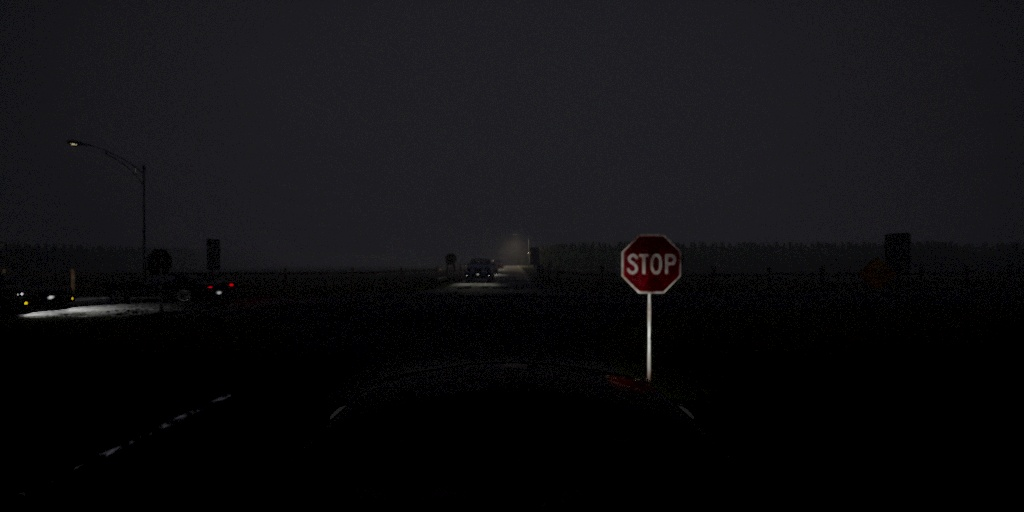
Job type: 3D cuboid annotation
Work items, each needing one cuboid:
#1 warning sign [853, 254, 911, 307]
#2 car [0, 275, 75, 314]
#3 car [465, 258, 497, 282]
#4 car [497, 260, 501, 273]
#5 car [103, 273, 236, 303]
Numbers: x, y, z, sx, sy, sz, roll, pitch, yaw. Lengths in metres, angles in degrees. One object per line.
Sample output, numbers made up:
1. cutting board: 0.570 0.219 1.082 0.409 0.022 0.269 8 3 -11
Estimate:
1. warning sign: 14.079 0.964 13.812 1.060 1.860 1.300 0 0 -6
2. car: -20.055 1.442 14.000 4.181 1.385 1.994 0 0 -1
3. car: -2.807 1.171 32.112 2.150 2.045 5.566 0 0 0
4. car: -2.782 1.548 46.999 1.837 1.490 4.892 0 -1 0
5. car: -16.208 1.465 17.076 4.718 1.301 1.895 0 0 -2
